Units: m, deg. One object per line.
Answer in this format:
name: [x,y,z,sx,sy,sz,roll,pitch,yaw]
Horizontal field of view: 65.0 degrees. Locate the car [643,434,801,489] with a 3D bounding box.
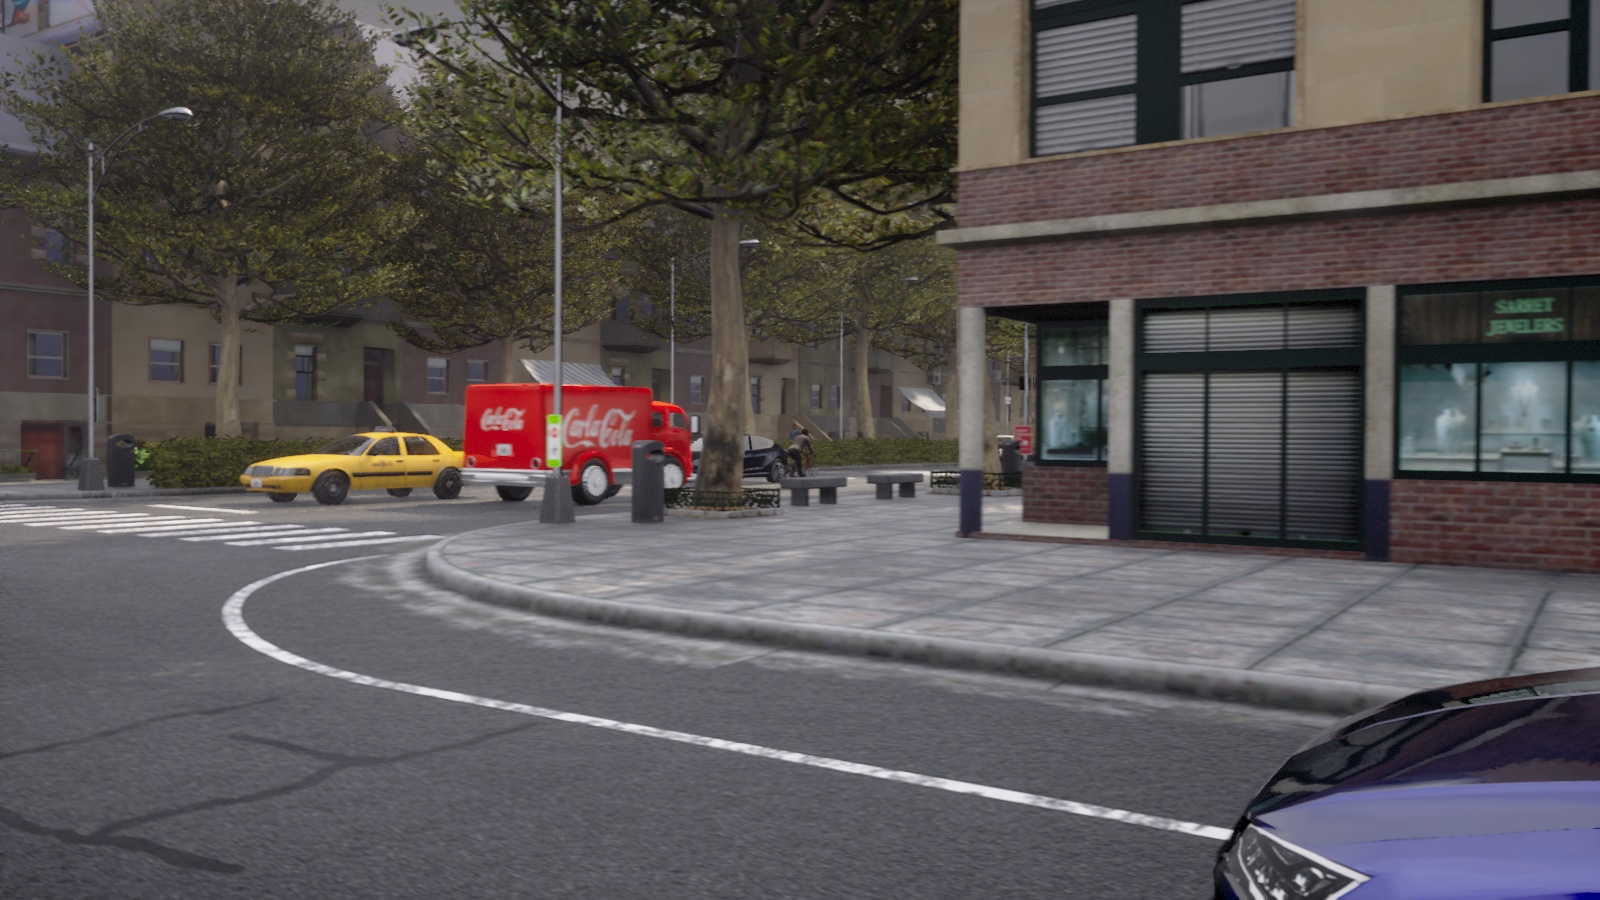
car: [-2.199,0.288,36.782,2.163,1.488,4.792,0,1,33]

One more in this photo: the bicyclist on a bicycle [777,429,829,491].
bicyclist on a bicycle: [0.082,0.254,33.914,0.582,1.620,1.656,0,1,33]

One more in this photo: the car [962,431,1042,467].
car: [8.599,-0.068,53.249,1.970,1.475,3.806,0,1,33]

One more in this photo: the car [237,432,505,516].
car: [-8.896,0.427,26.581,1.801,1.575,5.366,0,1,34]

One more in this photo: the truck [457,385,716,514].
truck: [-4.442,-0.052,26.995,2.627,2.467,5.204,0,1,33]

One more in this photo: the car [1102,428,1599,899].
car: [2.779,0.693,1.778,4.193,1.474,1.816,0,1,34]
